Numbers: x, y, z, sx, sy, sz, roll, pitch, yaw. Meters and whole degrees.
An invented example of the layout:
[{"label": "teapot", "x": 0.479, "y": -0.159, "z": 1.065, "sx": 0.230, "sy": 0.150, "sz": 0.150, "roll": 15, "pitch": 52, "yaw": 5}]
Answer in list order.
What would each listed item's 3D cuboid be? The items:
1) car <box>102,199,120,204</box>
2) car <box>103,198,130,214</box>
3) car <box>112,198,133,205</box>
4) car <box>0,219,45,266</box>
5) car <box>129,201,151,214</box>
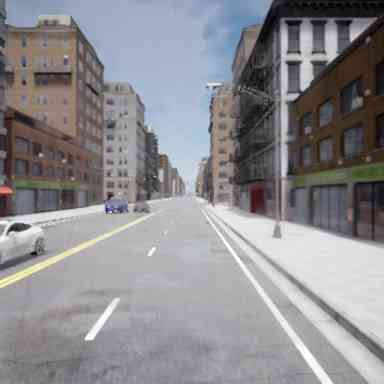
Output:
[{"label": "car", "x": -21.503, "y": 2.417, "z": 88.519, "sx": 4.206, "sy": 1.307, "sz": 1.802, "roll": 1, "pitch": -1, "yaw": 0}, {"label": "car", "x": -9.840, "y": 1.757, "z": 43.695, "sx": 2.150, "sy": 2.045, "sz": 5.566, "roll": 0, "pitch": -1, "yaw": 0}, {"label": "car", "x": -17.195, "y": 2.345, "z": 82.832, "sx": 4.892, "sy": 1.490, "sz": 1.837, "roll": 1, "pitch": 0, "yaw": 0}, {"label": "car", "x": -6.598, "y": 1.661, "z": 11.175, "sx": 1.812, "sy": 1.442, "sz": 4.674, "roll": 0, "pitch": -1, "yaw": 0}, {"label": "car", "x": -6.585, "y": 2.042, "z": 43.849, "sx": 1.837, "sy": 1.490, "sz": 4.892, "roll": 0, "pitch": -1, "yaw": 0}]
